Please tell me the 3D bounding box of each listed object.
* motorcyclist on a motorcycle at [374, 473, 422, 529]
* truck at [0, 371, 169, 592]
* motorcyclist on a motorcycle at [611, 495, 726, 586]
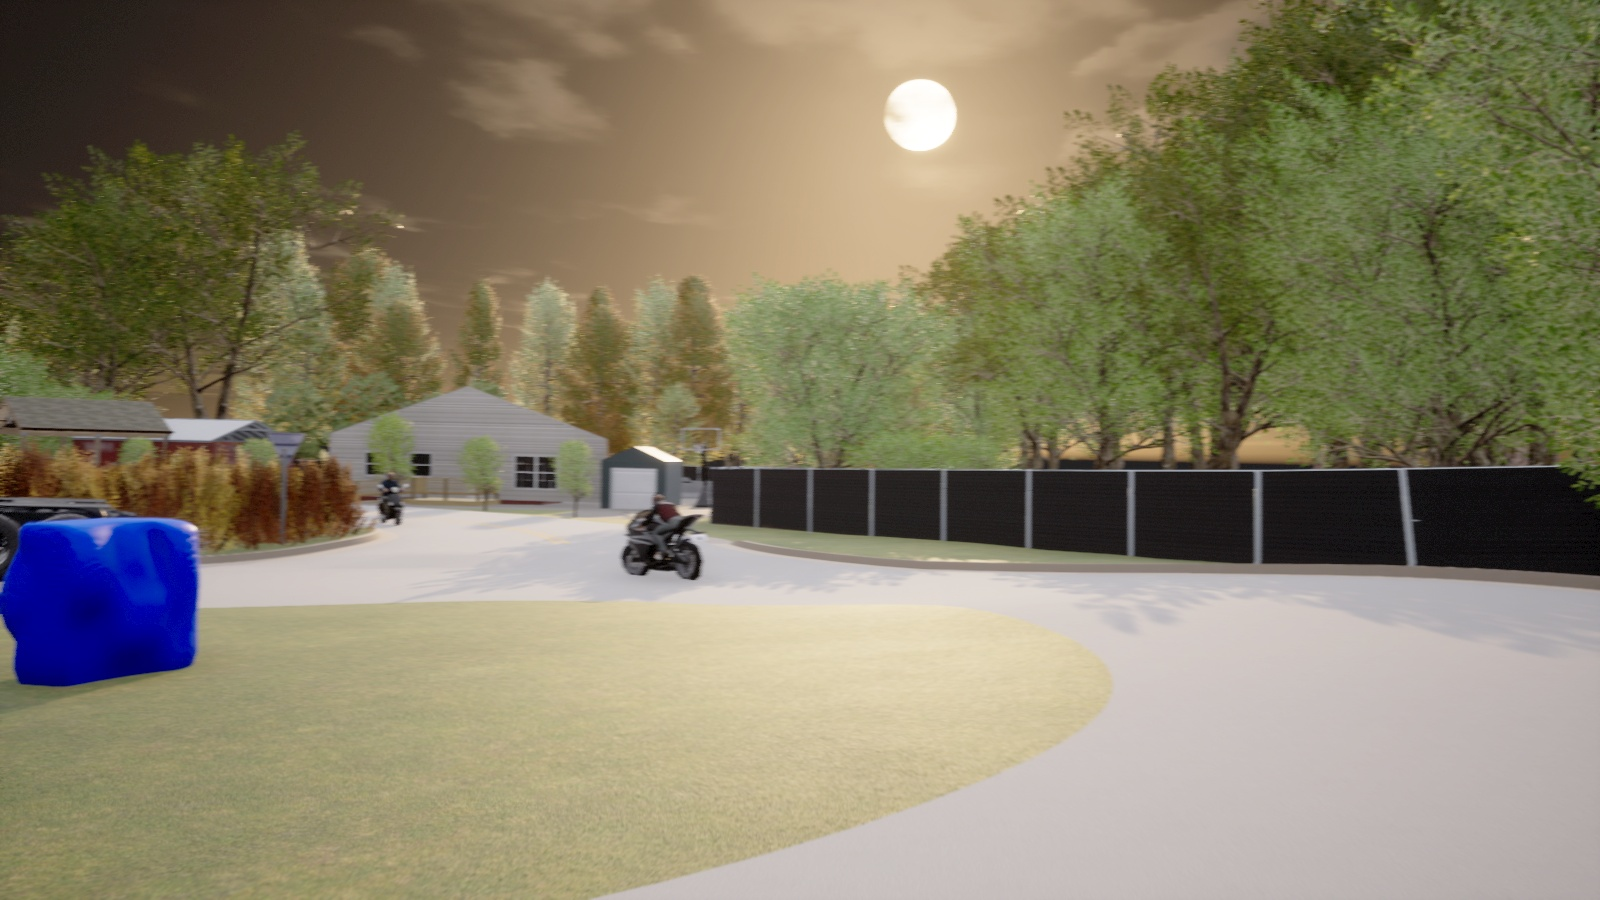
[{"bbox_3d":[-12.001,1.499,37.454,0.866,1.590,1.817,0,0,-35],"label":"motorcyclist on a motorcycle"},{"bbox_3d":[-14.722,0.421,20.105,7.936,3.462,2.891,3,-1,-31],"label":"truck"},{"bbox_3d":[-2.371,1.582,22.465,0.866,1.530,2.191,-1,-1,-43],"label":"motorcyclist on a motorcycle"}]
